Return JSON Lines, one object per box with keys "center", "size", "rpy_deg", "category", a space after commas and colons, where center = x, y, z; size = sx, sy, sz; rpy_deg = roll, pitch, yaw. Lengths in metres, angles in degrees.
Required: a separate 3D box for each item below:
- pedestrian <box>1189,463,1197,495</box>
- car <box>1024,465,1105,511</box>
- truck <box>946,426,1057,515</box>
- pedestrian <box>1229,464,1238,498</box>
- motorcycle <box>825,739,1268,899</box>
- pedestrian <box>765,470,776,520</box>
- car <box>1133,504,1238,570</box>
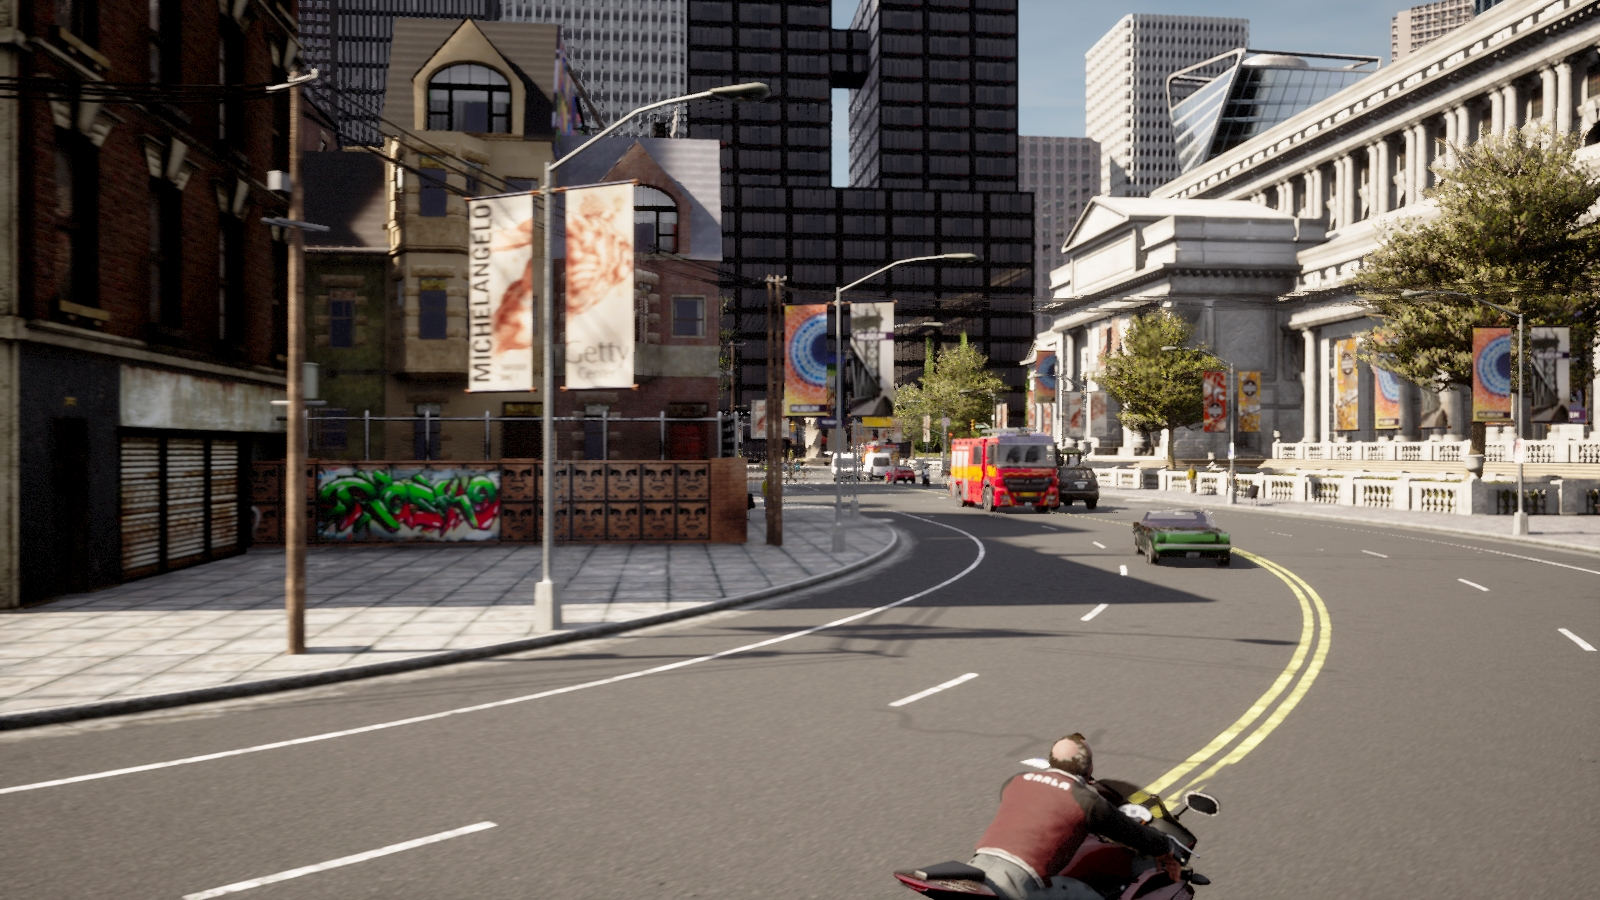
{"center": [22.842, 1.706, 66.456], "size": [0.375, 1.860, 0.375], "rpy_deg": [0, 0, 6], "category": "pedestrian"}
{"center": [12.790, 1.788, 55.615], "size": [2.150, 2.045, 5.566], "rpy_deg": [0, 0, -6], "category": "car"}
{"center": [9.238, 0.899, 53.474], "size": [2.891, 3.827, 8.468], "rpy_deg": [0, 0, -6], "category": "truck"}
{"center": [23.747, 1.707, 62.605], "size": [0.375, 1.860, 0.375], "rpy_deg": [0, 0, 0], "category": "pedestrian"}
{"center": [1.205, 2.206, 5.175], "size": [2.209, 1.251, 0.867], "rpy_deg": [0, 0, -44], "category": "motorcycle"}
{"center": [-1.121, 1.704, 43.009], "size": [0.375, 1.860, 0.375], "rpy_deg": [0, 0, -6], "category": "pedestrian"}
{"center": [9.715, 2.159, 29.166], "size": [1.895, 1.301, 4.718], "rpy_deg": [0, 0, 11], "category": "car"}
